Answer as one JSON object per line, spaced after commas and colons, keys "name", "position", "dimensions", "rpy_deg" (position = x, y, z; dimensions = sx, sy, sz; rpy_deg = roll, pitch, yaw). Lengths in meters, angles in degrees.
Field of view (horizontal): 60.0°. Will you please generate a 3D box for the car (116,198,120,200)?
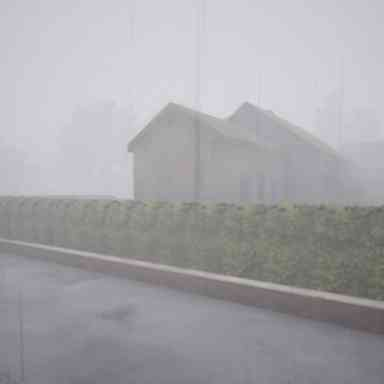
{"name": "car", "position": [-10.283, 1.481, 40.873], "dimensions": [2.128, 1.511, 4.902], "rpy_deg": [0, 0, 36]}
